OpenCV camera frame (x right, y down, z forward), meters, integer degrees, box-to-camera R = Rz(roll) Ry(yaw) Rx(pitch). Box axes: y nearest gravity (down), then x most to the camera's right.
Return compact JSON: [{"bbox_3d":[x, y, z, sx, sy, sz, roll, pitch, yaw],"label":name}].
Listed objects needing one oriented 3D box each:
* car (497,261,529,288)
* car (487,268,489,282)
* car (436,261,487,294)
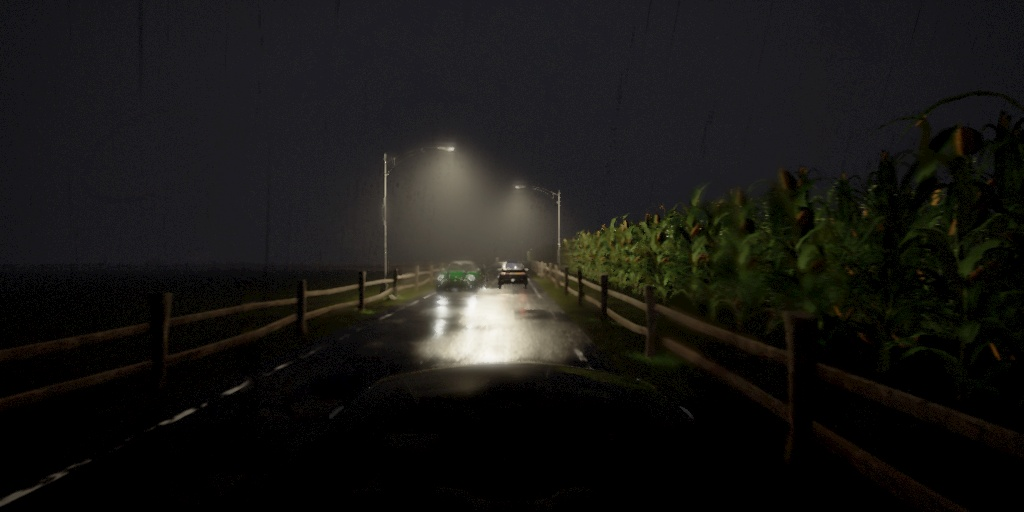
[{"bbox_3d":[0.071,1.221,23.329,2.128,1.511,4.902,0,0,0],"label":"car"},{"bbox_3d":[-2.752,1.240,26.340,1.882,1.535,5.008,0,0,0],"label":"car"},{"bbox_3d":[-2.786,1.082,19.885,2.097,1.767,4.553,0,0,0],"label":"car"}]
